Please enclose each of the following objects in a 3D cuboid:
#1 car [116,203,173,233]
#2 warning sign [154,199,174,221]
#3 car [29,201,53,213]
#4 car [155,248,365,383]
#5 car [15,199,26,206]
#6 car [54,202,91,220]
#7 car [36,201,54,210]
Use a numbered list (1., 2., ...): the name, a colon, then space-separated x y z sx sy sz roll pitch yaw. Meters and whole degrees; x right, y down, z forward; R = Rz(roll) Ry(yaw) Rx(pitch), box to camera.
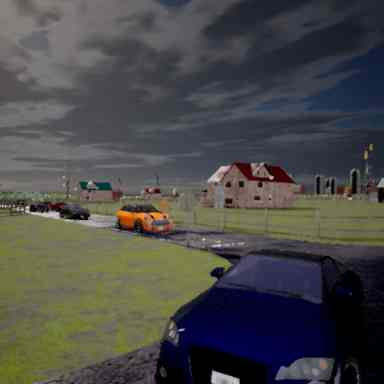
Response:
1. car: -3.117 1.574 21.226 2.097 1.767 4.553 2 -2 -36
2. warning sign: -2.461 1.549 29.396 1.300 1.860 1.060 3 -2 -36
3. car: -21.570 2.174 46.929 1.994 1.385 4.181 2 -2 -36
4. car: 1.318 1.581 4.808 1.994 1.385 4.181 1 0 30
5. car: -42.307 2.595 82.009 2.097 1.767 4.553 2 -2 -36
6. car: -11.853 1.948 33.323 2.033 1.411 5.357 2 -2 -36
7. car: -25.142 2.290 56.755 1.882 1.535 5.008 2 -2 -36
